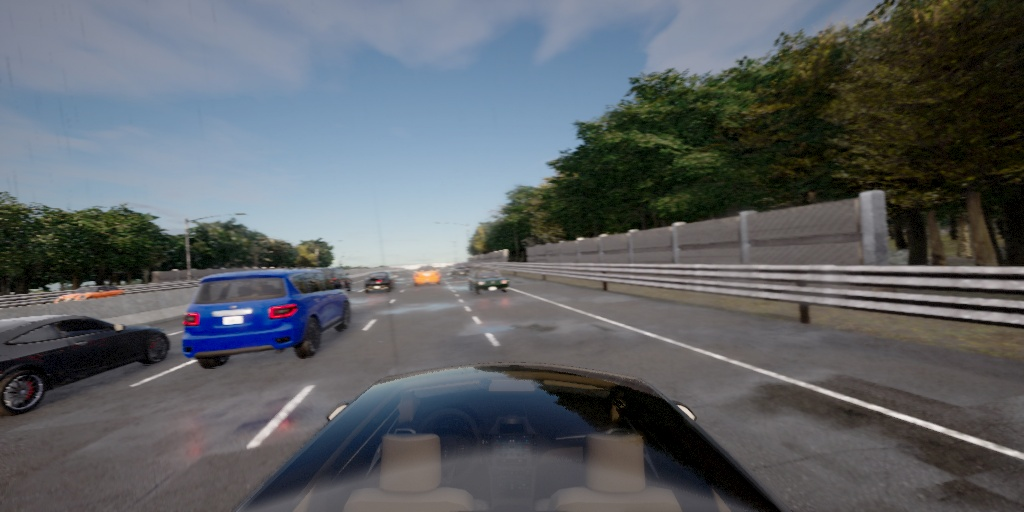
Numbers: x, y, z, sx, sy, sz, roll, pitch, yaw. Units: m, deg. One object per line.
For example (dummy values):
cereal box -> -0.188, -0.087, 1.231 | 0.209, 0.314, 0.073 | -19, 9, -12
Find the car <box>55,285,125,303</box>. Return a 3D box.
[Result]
car -> -36.040, 3.400, 30.753 | 2.097, 1.767, 4.553 | -4, 0, -13

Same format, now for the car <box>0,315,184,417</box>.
car -> -8.891, 1.850, 6.732 | 1.812, 1.442, 4.674 | -4, 0, -13

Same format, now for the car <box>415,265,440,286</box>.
car -> -7.623, 1.660, 32.221 | 2.097, 1.767, 4.553 | -3, 0, -13

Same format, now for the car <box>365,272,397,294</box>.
car -> -10.016, 1.957, 27.470 | 1.837, 1.490, 4.892 | -4, 0, -13

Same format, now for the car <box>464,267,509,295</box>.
car -> -1.549, 1.521, 21.759 | 1.895, 1.301, 4.718 | -4, 0, -13

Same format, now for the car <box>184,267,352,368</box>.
car -> -5.958, 1.374, 9.513 | 2.150, 2.045, 5.566 | -4, 0, -13

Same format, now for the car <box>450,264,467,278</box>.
car -> -5.953, 1.696, 41.130 | 2.128, 1.511, 4.902 | -4, 0, -13

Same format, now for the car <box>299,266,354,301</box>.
car -> -13.324, 1.875, 26.184 | 2.150, 2.045, 5.566 | -4, 0, -13
